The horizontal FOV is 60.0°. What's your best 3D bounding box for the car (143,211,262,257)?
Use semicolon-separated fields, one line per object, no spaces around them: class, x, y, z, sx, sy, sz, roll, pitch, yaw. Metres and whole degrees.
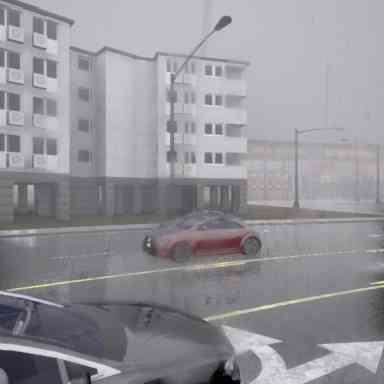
car;0.392;1.564;11.782;4.181;1.385;1.994;0;0;-25

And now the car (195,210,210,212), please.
car;0.522;1.564;15.663;4.181;1.385;1.994;0;0;-23

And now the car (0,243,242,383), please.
car;-1.792;1.491;2.329;4.902;1.511;2.128;0;0;-34
